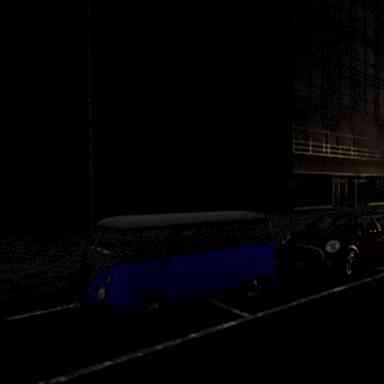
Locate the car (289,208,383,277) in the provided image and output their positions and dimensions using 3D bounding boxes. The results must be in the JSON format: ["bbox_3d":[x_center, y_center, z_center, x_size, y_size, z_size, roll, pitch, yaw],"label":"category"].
[{"bbox_3d":[4.440,1.336,9.814,4.097,1.590,1.967,-1,1,-35],"label":"car"}]

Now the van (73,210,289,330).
[{"bbox_3d":[-0.127,1.300,6.557,3.998,1.788,1.690,-1,1,-35],"label":"van"}]
